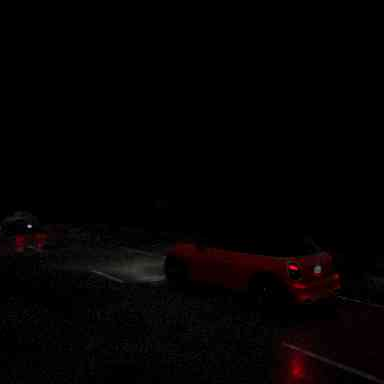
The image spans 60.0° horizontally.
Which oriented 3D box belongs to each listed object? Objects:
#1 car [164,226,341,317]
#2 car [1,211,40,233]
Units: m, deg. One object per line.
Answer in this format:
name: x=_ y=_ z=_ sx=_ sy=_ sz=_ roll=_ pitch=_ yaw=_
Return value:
car: x=1.240 y=1.682 z=8.577 sx=2.097 sy=1.767 sz=4.553 roll=3 pitch=-3 yaw=-41
car: x=-12.682 y=2.157 z=24.652 sx=1.812 sy=1.442 sz=4.674 roll=3 pitch=-3 yaw=-41
